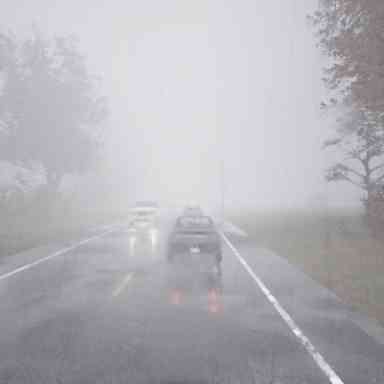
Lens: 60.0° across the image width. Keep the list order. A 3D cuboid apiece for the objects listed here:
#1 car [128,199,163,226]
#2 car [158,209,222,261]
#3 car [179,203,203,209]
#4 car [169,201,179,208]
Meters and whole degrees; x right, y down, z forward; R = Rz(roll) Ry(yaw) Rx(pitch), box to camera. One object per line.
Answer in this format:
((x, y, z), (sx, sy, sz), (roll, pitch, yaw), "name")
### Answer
((-3.604, 1.557, 26.745), (2.150, 2.045, 5.566), (0, -1, 0), "car")
((0.089, 1.647, 12.845), (2.128, 1.511, 4.902), (0, -1, 0), "car")
((0.092, 1.910, 32.845), (2.128, 1.511, 4.902), (0, -1, 0), "car")
((-3.516, 2.500, 68.292), (1.994, 1.385, 4.181), (0, -1, 0), "car")
